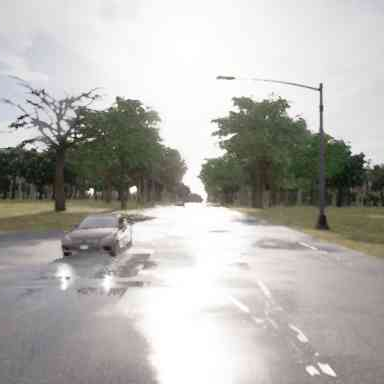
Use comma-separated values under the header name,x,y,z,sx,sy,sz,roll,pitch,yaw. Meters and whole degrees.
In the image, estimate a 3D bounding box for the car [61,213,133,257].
name,x,y,z,sx,sy,sz,roll,pitch,yaw
car,-3.488,1.583,13.117,1.812,1.442,4.674,1,-2,0

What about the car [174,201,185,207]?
name,x,y,z,sx,sy,sz,roll,pitch,yaw
car,-2.890,2.814,78.276,1.994,1.385,4.181,0,-1,6
